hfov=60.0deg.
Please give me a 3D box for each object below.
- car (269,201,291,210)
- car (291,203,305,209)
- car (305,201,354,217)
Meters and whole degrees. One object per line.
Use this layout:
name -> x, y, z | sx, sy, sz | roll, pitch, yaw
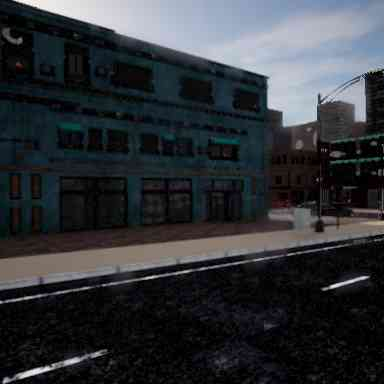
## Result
car -> 13.279, 2.005, 50.588 | 1.802, 1.307, 4.206 | -1, 0, -35
car -> 16.487, 1.910, 46.078 | 2.008, 1.369, 4.403 | -1, 0, -35
car -> 14.397, 1.893, 34.351 | 1.947, 1.339, 4.313 | -1, 0, -35
